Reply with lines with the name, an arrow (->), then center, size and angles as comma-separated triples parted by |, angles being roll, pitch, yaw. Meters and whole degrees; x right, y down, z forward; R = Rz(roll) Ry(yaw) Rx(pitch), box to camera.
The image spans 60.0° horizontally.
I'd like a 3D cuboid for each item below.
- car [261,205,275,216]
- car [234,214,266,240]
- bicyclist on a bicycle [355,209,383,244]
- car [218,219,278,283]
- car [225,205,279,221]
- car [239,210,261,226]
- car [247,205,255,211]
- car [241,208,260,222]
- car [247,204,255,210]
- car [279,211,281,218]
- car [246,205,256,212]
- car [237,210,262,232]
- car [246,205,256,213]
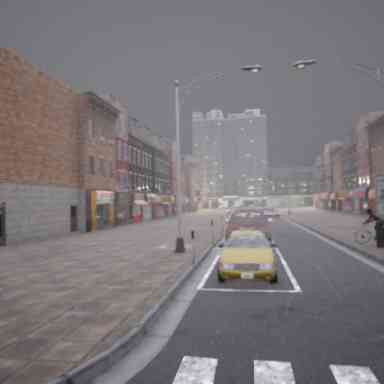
car -> 12.189, 2.885, 53.409 | 1.882, 1.535, 5.008 | -2, -2, 10
car -> 3.736, 2.182, 21.562 | 1.802, 1.307, 4.206 | -2, -2, 10
bicyclist on a bicycle -> 8.342, 1.595, 15.291 | 1.656, 1.620, 0.582 | -2, -2, 10
car -> 1.791, 1.829, 10.666 | 1.752, 1.417, 4.829 | -2, -2, 10
car -> 2.772, 1.769, 16.205 | 2.192, 1.841, 5.009 | -2, -2, 10
car -> 5.649, 2.460, 32.293 | 1.947, 1.339, 4.313 | -2, -2, 10
car -> 14.261, 3.783, 80.583 | 1.947, 1.339, 4.313 | -2, -2, 10
car -> 6.606, 2.607, 37.659 | 1.947, 1.339, 4.313 | -2, -2, 10
car -> 16.174, 4.076, 91.314 | 1.947, 1.339, 4.313 | -2, -2, 10
car -> 10.383, 2.730, 43.257 | 1.895, 1.301, 4.718 | -2, -2, 10
car -> 12.347, 3.489, 69.852 | 1.947, 1.339, 4.313 | -2, -2, 10
car -> 4.661, 2.268, 26.762 | 1.752, 1.417, 4.829 | -2, -2, 10
car -> 11.359, 3.297, 64.320 | 1.752, 1.417, 4.829 | -2, -2, 10
